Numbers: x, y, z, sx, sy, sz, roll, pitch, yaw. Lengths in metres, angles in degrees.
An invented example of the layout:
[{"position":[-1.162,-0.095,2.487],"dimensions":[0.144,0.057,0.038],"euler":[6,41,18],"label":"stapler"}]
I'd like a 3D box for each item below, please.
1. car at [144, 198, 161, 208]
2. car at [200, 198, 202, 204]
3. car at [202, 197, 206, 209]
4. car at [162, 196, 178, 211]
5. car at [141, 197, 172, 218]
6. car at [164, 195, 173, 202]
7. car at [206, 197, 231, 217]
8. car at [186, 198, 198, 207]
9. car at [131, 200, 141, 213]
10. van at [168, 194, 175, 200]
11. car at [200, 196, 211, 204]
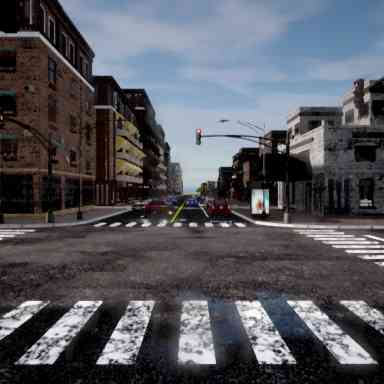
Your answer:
[{"position":[-5.786,1.571,48.912],"dimensions":[2.008,1.369,4.403],"euler":[0,0,0],"label":"car"},{"position":[2.594,1.571,48.940],"dimensions":[2.008,1.369,4.403],"euler":[0,0,0],"label":"car"},{"position":[2.605,1.597,43.243],"dimensions":[1.802,1.307,4.206],"euler":[0,0,0],"label":"car"},{"position":[-3.170,1.560,40.965],"dimensions":[2.033,1.411,5.357],"euler":[0,0,0],"label":"car"},{"position":[-3.154,1.483,30.634],"dimensions":[1.882,1.535,5.008],"euler":[0,0,0],"label":"car"},{"position":[-5.850,1.592,82.921],"dimensions":[1.752,1.417,4.829],"euler":[-1,0,0],"label":"car"},{"position":[2.625,1.446,31.849],"dimensions":[1.967,1.590,4.097],"euler":[0,0,0],"label":"car"},{"position":[0.007,1.570,51.137],"dimensions":[2.033,1.411,5.357],"euler":[0,0,0],"label":"car"},{"position":[-5.765,1.561,37.518],"dimensions":[2.008,1.369,4.403],"euler":[0,0,0],"label":"car"},{"position":[-5.873,1.430,94.485],"dimensions":[1.690,1.788,3.998],"euler":[-1,0,0],"label":"van"},{"position":[2.563,1.591,66.030],"dimensions":[2.008,1.369,4.403],"euler":[-1,0,0],"label":"car"}]
